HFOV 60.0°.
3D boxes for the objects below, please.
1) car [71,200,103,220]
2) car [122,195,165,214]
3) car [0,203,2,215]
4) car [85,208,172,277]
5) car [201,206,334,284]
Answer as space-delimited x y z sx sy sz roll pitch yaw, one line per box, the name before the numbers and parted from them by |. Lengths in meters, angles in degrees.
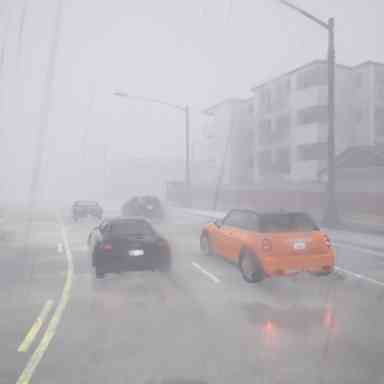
car | -7.781 1.270 24.339 1.895 1.301 4.718 -1 1 -23
car | -3.466 1.014 23.041 2.097 1.767 4.553 -1 1 -22
car | -16.455 1.239 26.563 2.033 1.411 5.357 -1 1 -23
car | -2.007 1.419 9.954 1.994 1.385 4.181 -1 1 -19
car | 1.806 1.192 9.468 2.097 1.767 4.553 -1 1 -16
